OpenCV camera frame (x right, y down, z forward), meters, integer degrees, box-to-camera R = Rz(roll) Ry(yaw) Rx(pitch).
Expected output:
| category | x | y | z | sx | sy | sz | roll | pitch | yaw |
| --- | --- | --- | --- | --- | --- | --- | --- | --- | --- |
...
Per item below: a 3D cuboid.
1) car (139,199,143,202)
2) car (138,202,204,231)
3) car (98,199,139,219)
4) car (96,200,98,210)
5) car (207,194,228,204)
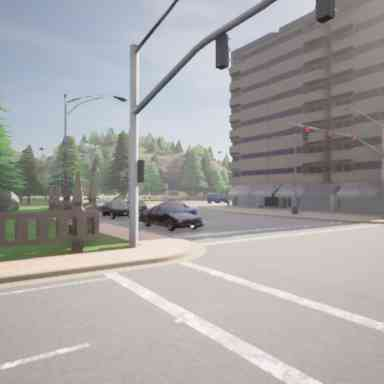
| category | x | y | z | sx | sy | sz | roll | pitch | yaw |
| --- | --- | --- | --- | --- | --- | --- | --- | --- | --- |
| car | -6.092 | 1.549 | 36.287 | 1.837 | 1.490 | 4.892 | 0 | 0 | -20 |
| car | -1.474 | 1.559 | 20.909 | 2.033 | 1.411 | 5.357 | 0 | 0 | -34 |
| car | -6.561 | 1.494 | 29.243 | 1.882 | 1.535 | 5.008 | 0 | 0 | -28 |
| car | -10.348 | 1.556 | 38.387 | 1.812 | 1.442 | 4.674 | 0 | 0 | -15 |
| car | 5.437 | 1.453 | 70.971 | 2.150 | 2.045 | 5.566 | 0 | 0 | 40 |
